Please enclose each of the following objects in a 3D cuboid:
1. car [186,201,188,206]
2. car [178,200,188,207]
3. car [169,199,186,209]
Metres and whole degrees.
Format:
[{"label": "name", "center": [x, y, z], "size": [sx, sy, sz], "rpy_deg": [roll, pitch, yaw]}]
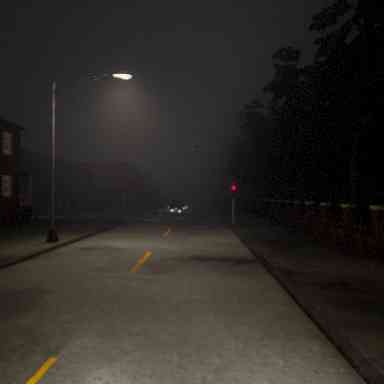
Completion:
[{"label": "car", "center": [-2.253, 2.221, 65.795], "size": [1.837, 1.490, 4.892], "rpy_deg": [0, -1, 2]}, {"label": "car", "center": [-1.968, 2.575, 76.193], "size": [2.128, 1.511, 4.902], "rpy_deg": [0, -1, 2]}, {"label": "car", "center": [-2.595, 2.169, 55.647], "size": [1.994, 1.385, 4.181], "rpy_deg": [0, -1, 2]}]
